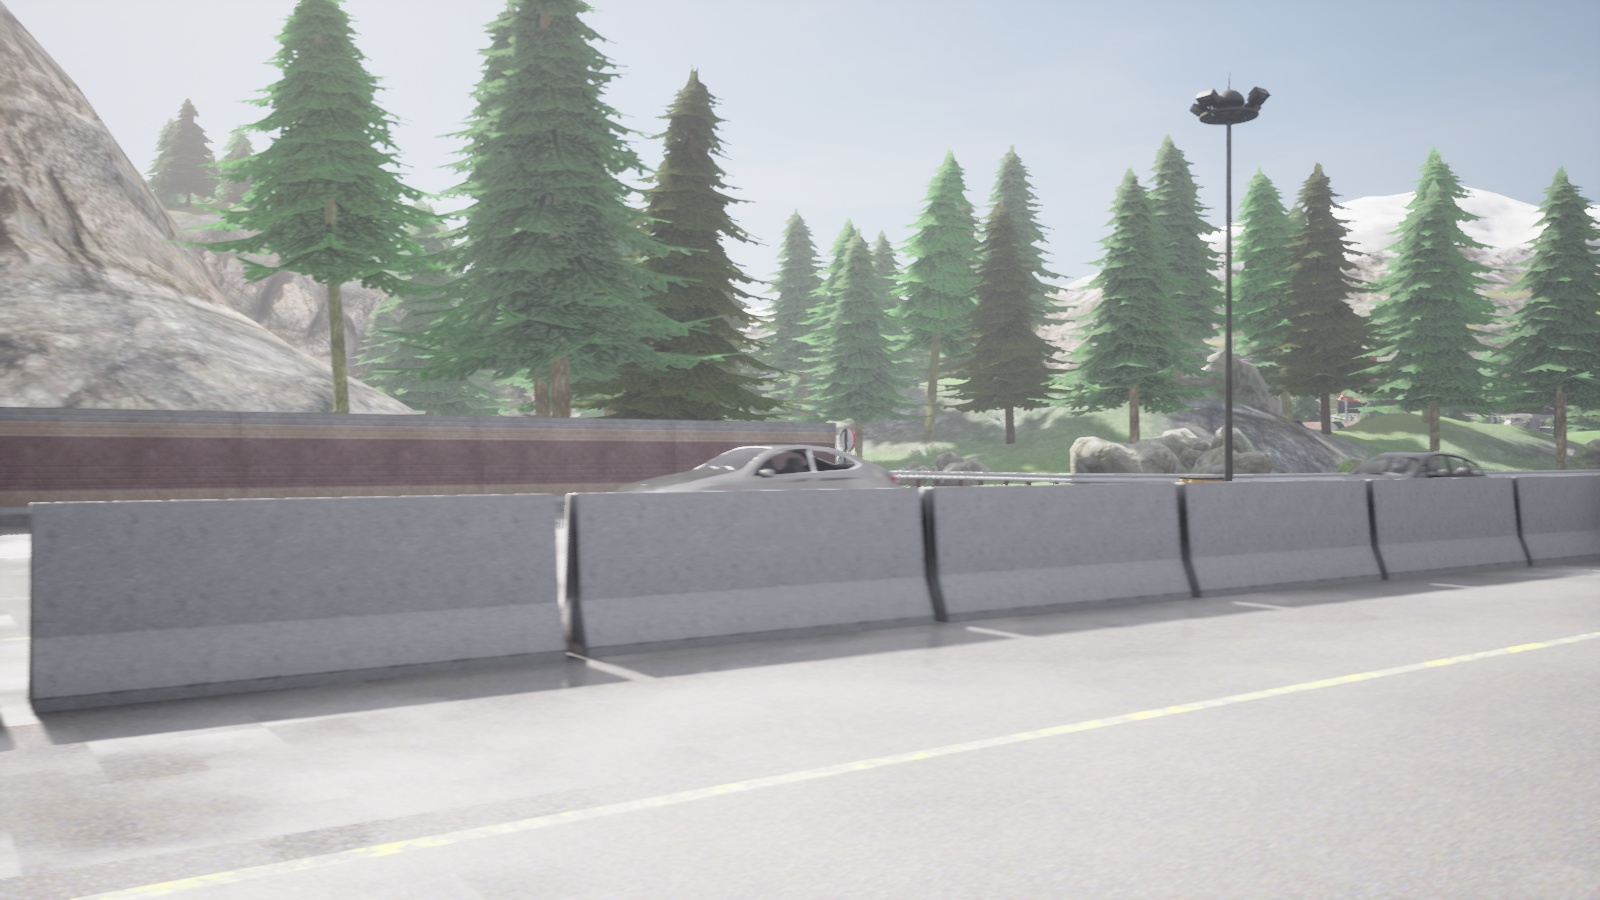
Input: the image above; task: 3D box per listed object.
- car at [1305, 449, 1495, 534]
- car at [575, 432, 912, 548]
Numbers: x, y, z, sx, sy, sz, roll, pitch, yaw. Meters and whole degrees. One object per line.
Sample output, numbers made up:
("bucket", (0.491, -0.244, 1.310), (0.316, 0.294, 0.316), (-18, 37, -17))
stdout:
("car", (11.833, 0.760, 24.712), (3.705, 1.549, 1.789), (0, 0, -35))
("car", (-0.826, 0.574, 20.152), (5.027, 1.651, 2.152), (0, 0, -35))
